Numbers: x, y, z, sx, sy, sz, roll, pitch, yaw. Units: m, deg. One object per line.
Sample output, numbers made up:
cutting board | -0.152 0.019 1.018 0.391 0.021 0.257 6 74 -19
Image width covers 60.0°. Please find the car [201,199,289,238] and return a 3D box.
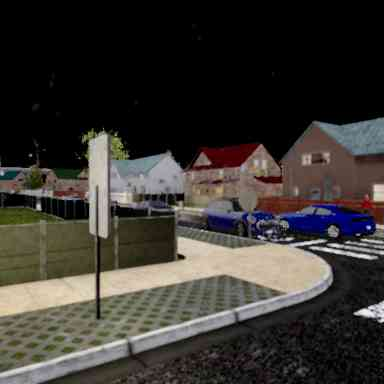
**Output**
car | 2.391 1.218 17.123 2.097 1.767 4.553 0 1 -32

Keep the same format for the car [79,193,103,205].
car | -14.375 0.976 47.286 1.882 1.535 5.008 0 0 -34

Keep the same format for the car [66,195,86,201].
car | -15.195 1.101 43.321 1.994 1.385 4.181 0 1 -34

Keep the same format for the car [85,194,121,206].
car | -8.825 1.150 33.835 2.128 1.511 4.902 0 1 -34

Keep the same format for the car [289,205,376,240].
car | 6.410 1.363 16.500 1.882 1.535 5.008 1 0 -29

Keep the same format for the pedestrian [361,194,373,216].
pedestrian | 9.236 1.025 17.609 0.375 1.860 0.375 0 0 -34

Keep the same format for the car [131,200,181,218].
car | -2.903 1.316 25.079 2.033 1.411 5.357 0 1 -34
